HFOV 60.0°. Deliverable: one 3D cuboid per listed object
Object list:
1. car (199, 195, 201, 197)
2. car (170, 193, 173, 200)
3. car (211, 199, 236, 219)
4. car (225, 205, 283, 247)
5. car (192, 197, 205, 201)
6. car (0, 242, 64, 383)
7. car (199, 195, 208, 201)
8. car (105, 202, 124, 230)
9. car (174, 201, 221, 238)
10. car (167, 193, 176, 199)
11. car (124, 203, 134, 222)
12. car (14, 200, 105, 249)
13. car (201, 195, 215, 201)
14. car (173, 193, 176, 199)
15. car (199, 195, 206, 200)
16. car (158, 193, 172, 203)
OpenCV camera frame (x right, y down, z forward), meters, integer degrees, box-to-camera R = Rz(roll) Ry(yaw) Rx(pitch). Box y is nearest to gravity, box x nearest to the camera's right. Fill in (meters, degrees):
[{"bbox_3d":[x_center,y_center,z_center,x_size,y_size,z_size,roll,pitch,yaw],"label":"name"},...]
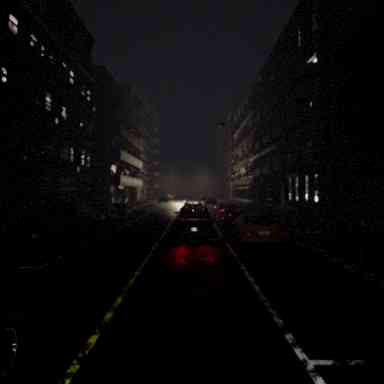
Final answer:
[{"bbox_3d":[2.708,1.362,71.123,1.752,1.417,4.829,0,0,0],"label":"car"},{"bbox_3d":[-5.674,1.388,70.959,2.008,1.369,4.403,0,0,0],"label":"car"},{"bbox_3d":[2.697,1.487,25.864,1.887,1.381,4.507,0,0,0],"label":"car"},{"bbox_3d":[2.694,1.493,14.761,1.752,1.417,4.829,0,0,0],"label":"car"},{"bbox_3d":[0.107,1.524,34.287,1.895,1.301,4.718,0,0,0],"label":"car"},{"bbox_3d":[-3.100,1.542,2.621,2.033,1.411,5.357,0,0,0],"label":"car"},{"bbox_3d":[2.709,1.390,76.589,1.947,1.339,4.313,0,0,0],"label":"car"},{"bbox_3d":[-5.685,1.395,20.232,1.967,1.590,4.097,0,0,0],"label":"car"},{"bbox_3d":[0.103,1.453,17.261,2.128,1.511,4.902,0,0,0],"label":"car"},{"bbox_3d":[-5.667,1.098,93.504,2.192,1.841,5.009,0,0,0],"label":"car"},{"bbox_3d":[-5.683,1.487,25.870,1.887,1.381,4.507,0,0,0],"label":"car"},{"bbox_3d":[-5.685,1.283,14.597,2.192,1.841,5.009,0,0,0],"label":"car"},{"bbox_3d":[2.702,1.442,48.408,2.008,1.369,4.403,0,0,0],"label":"car"},{"bbox_3d":[-5.671,1.355,82.232,1.887,1.381,4.507,0,0,0],"label":"car"},{"bbox_3d":[2.711,1.379,87.862,1.802,1.307,4.206,0,0,0],"label":"car"},{"bbox_3d":[-5.674,1.402,65.322,2.008,1.369,4.403,0,0,0],"label":"car"}]
